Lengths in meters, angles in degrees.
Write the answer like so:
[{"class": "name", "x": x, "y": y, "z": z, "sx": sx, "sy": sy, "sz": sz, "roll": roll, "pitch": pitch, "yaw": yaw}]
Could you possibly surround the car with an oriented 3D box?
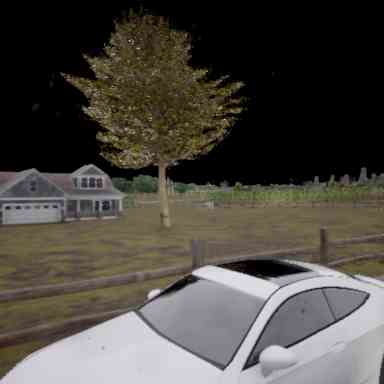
[{"class": "car", "x": 0.548, "y": 1.522, "z": 3.442, "sx": 4.674, "sy": 1.442, "sz": 1.812, "roll": -1, "pitch": 0, "yaw": -35}]
